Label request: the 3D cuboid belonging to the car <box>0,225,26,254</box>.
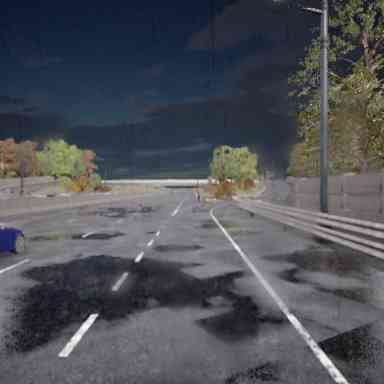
[{"bbox_3d":[-6.902,1.462,10.070,1.812,1.442,4.674,0,0,0],"label":"car"}]
